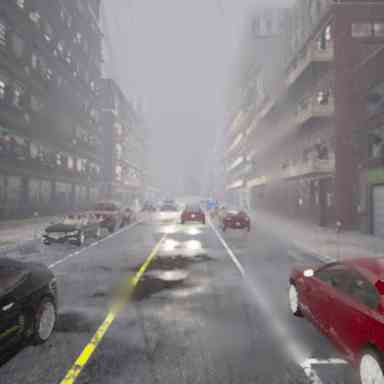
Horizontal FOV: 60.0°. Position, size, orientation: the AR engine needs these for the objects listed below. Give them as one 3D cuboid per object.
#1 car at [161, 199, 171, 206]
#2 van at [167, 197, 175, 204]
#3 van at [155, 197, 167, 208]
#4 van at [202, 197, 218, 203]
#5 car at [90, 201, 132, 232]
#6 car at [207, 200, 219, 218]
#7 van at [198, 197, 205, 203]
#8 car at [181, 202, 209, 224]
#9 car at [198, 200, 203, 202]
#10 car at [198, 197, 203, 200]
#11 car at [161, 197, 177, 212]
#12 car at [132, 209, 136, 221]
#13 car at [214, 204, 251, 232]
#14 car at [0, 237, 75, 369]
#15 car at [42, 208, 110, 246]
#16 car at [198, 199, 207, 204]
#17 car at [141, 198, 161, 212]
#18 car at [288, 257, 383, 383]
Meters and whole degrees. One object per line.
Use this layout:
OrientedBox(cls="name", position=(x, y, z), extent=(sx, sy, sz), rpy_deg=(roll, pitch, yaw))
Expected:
OrientedBox(cls="car", position=(-5.680, 2.233, 72.833), extent=(1.887, 1.381, 4.507), rpy_deg=(1, -1, 0))
OrientedBox(cls="van", position=(-5.677, 2.185, 89.846), extent=(1.690, 1.788, 3.998), rpy_deg=(1, -1, 0))
OrientedBox(cls="van", position=(-5.676, 1.925, 61.493), extent=(1.690, 1.788, 3.998), rpy_deg=(1, -1, 0))
OrientedBox(cls="van", position=(2.671, 1.767, 44.412), extent=(1.690, 1.788, 3.998), rpy_deg=(1, -1, 0))
OrientedBox(cls="car", position=(-5.675, 1.527, 21.797), extent=(2.192, 1.841, 5.009), rpy_deg=(1, -1, 0))
OrientedBox(cls="car", position=(2.690, 1.846, 33.239), extent=(1.752, 1.417, 4.829), rpy_deg=(1, -1, 0))
OrientedBox(cls="van", position=(2.670, 2.236, 95.444), extent=(1.690, 1.788, 3.998), rpy_deg=(1, -1, 0))
OrientedBox(cls="car", position=(0.100, 1.831, 27.641), extent=(1.994, 1.385, 4.181), rpy_deg=(0, -1, 0))
OrientedBox(cls="car", position=(0.087, 2.010, 42.701), extent=(1.895, 1.301, 4.718), rpy_deg=(0, -1, 0))
OrientedBox(cls="car", position=(2.668, 2.180, 78.432), extent=(1.967, 1.590, 4.097), rpy_deg=(1, -1, 0))
OrientedBox(cls="car", position=(-3.088, 1.782, 44.989), extent=(2.097, 1.767, 4.553), rpy_deg=(0, -1, 0))
OrientedBox(cls="car", position=(-5.679, 1.847, 27.466), extent=(1.802, 1.307, 4.206), rpy_deg=(1, -1, 0))
OrientedBox(cls="car", position=(2.701, 1.756, 21.729), extent=(1.887, 1.381, 4.507), rpy_deg=(1, -1, 0))
OrientedBox(cls="car", position=(-3.100, 1.564, 3.775), extent=(1.812, 1.442, 4.674), rpy_deg=(0, -1, 0))
OrientedBox(cls="car", position=(-5.678, 1.708, 16.125), extent=(2.008, 1.369, 4.403), rpy_deg=(1, -1, 0))
OrientedBox(cls="car", position=(2.667, 2.357, 84.101), extent=(1.947, 1.339, 4.313), rpy_deg=(1, -1, 0))
OrientedBox(cls="car", position=(-5.677, 1.866, 44.480), extent=(1.967, 1.590, 4.097), rpy_deg=(1, -1, 0))
OrientedBox(cls="car", position=(2.702, 1.592, 4.717), extent=(1.887, 1.381, 4.507), rpy_deg=(1, -1, 0))
